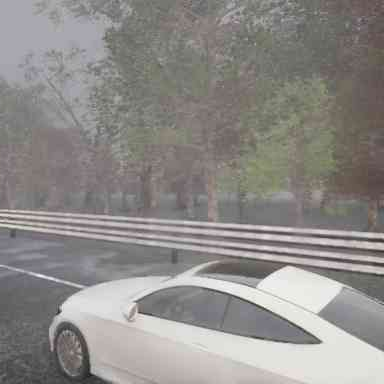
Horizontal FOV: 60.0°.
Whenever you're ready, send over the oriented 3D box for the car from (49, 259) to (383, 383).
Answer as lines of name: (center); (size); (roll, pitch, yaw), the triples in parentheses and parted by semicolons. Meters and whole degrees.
car: (0.342, 1.525, 3.748); (4.674, 1.442, 1.812); (0, 0, 35)
